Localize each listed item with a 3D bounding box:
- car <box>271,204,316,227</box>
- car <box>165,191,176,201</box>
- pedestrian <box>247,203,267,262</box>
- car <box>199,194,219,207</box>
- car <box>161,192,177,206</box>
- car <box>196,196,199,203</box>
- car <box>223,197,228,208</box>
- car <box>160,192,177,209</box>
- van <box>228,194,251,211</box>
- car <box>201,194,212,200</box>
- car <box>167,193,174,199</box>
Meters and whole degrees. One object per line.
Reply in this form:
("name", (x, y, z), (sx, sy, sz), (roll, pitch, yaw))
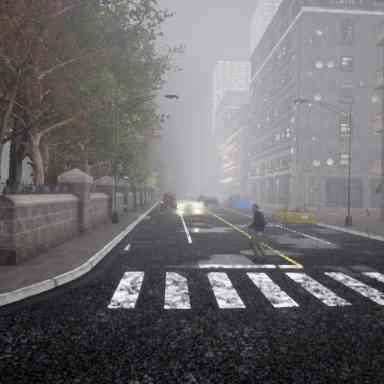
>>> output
("car", (6.662, 1.470, 22.371), (1.752, 1.417, 4.829), (1, 0, -3))
("car", (-4.655, 0.833, 71.458), (2.192, 1.841, 5.009), (1, 0, -3))
("pedestrian", (1.983, 1.210, 10.159), (0.375, 1.860, 0.375), (1, 0, -3))
("car", (2.631, 1.253, 46.340), (2.128, 1.511, 4.902), (1, 0, -3))
("car", (-3.336, 0.953, 49.343), (2.192, 1.841, 5.009), (1, 0, -3))
("car", (1.862, 1.217, 59.248), (1.812, 1.442, 4.674), (1, 0, -3))
("car", (5.355, 1.261, 44.317), (1.967, 1.590, 4.097), (1, 0, -3))
("car", (-2.679, 1.139, 38.286), (1.967, 1.590, 4.097), (1, 0, -3))
("van", (5.687, 1.192, 38.788), (1.690, 1.788, 3.998), (1, 0, -3))
("car", (3.373, 1.193, 77.490), (2.008, 1.369, 4.403), (1, 0, -3))
("car", (-5.651, 0.999, 88.045), (1.947, 1.339, 4.313), (1, 0, -3))
